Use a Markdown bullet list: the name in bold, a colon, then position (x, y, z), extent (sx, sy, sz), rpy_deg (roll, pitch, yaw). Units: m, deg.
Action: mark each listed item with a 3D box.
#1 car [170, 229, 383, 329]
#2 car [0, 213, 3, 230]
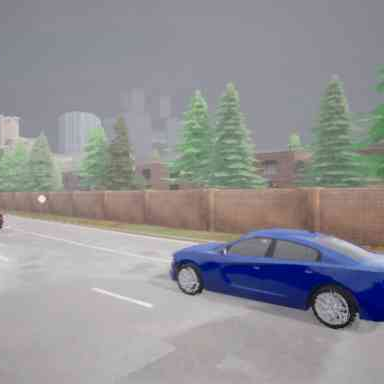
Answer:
- **car**: position (1.756, 1.544, 7.168), extent (5.008, 1.535, 1.882), rpy_deg (0, 0, 37)
- **car**: position (-14.157, 1.685, 22.152), extent (1.882, 1.535, 5.008), rpy_deg (0, -1, -44)
